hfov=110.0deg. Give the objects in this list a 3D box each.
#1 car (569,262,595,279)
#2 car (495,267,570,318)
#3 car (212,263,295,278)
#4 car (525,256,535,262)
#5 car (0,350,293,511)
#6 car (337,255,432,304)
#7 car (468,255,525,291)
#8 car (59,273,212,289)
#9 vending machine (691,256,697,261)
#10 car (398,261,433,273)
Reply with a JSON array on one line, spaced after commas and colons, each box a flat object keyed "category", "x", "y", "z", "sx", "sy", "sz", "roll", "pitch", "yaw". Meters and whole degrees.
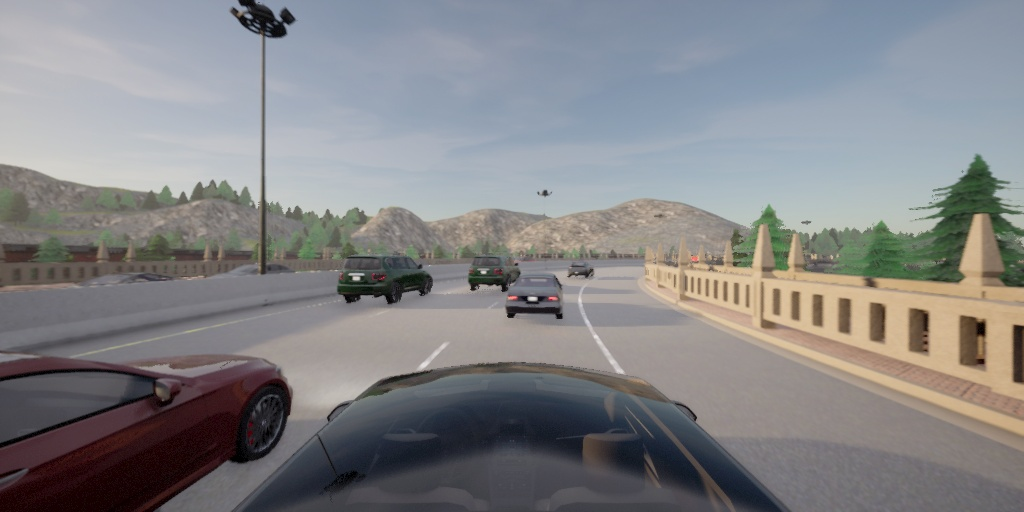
[{"category": "car", "x": 6.576, "y": 1.272, "z": 33.822, "sx": 2.128, "sy": 1.511, "sz": 4.902, "roll": 0, "pitch": 0, "yaw": 22}, {"category": "car", "x": 0.950, "y": 1.304, "z": 12.987, "sx": 2.033, "sy": 1.411, "sz": 5.357, "roll": 0, "pitch": 0, "yaw": 8}, {"category": "car", "x": -15.433, "y": 1.212, "z": 21.617, "sx": 1.837, "sy": 1.490, "sz": 4.892, "roll": 0, "pitch": 0, "yaw": 11}, {"category": "car", "x": 1.566, "y": 1.071, "z": 55.092, "sx": 2.150, "sy": 2.045, "sz": 5.566, "roll": 0, "pitch": 0, "yaw": 32}, {"category": "car", "x": -3.336, "y": 1.265, "z": 2.002, "sx": 1.812, "sy": 1.442, "sz": 4.674, "roll": 0, "pitch": 0, "yaw": 1}, {"category": "car", "x": -5.567, "y": 0.958, "z": 16.455, "sx": 2.150, "sy": 2.045, "sz": 5.566, "roll": 0, "pitch": 0, "yaw": 9}, {"category": "car", "x": -0.926, "y": 0.975, "z": 21.883, "sx": 2.150, "sy": 2.045, "sz": 5.566, "roll": 0, "pitch": 0, "yaw": 13}, {"category": "car", "x": -13.332, "y": 1.275, "z": 12.347, "sx": 1.994, "sy": 1.385, "sz": 4.181, "roll": 0, "pitch": 0, "yaw": 7}, {"category": "vending machine", "x": 26.375, "y": 1.042, "z": 52.043, "sx": 1.100, "sy": 2.100, "sz": 0.880, "roll": 0, "pitch": 0, "yaw": 40}, {"category": "car", "x": -11.921, "y": 1.290, "z": 44.464, "sx": 1.994, "sy": 1.385, "sz": 4.181, "roll": 0, "pitch": 0, "yaw": 24}]
